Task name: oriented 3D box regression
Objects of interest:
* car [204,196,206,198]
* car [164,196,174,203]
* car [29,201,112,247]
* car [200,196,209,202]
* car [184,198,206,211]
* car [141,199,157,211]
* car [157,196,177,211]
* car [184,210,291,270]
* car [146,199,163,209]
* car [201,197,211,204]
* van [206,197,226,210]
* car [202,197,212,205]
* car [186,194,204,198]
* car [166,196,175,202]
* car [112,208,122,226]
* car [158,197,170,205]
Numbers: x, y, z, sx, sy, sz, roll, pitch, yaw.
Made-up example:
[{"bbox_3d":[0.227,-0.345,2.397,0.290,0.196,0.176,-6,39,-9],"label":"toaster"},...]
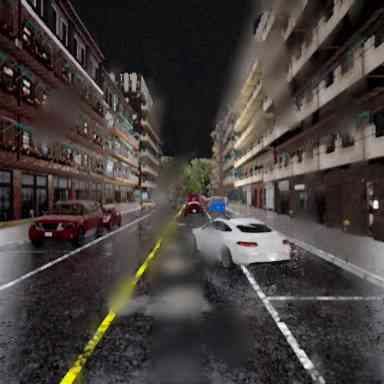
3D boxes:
[{"bbox_3d":[2.897,1.673,54.487,1.887,1.381,4.507,1,0,0],"label":"car"},{"bbox_3d":[-5.373,1.732,76.845,2.008,1.369,4.403,1,0,0],"label":"car"},{"bbox_3d":[-5.615,1.352,15.563,2.192,1.841,5.009,1,0,0],"label":"car"},{"bbox_3d":[2.996,1.745,82.342,2.008,1.369,4.403,1,0,0],"label":"car"},{"bbox_3d":[0.226,1.604,33.574,1.812,1.442,4.674,0,0,0],"label":"car"},{"bbox_3d":[-5.507,1.627,43.248,1.752,1.417,4.829,1,0,0],"label":"car"},{"bbox_3d":[-2.925,1.576,41.943,1.882,1.535,5.008,0,0,0],"label":"car"},{"bbox_3d":[1.418,1.552,11.143,1.812,1.442,4.674,0,0,-19],"label":"car"},{"bbox_3d":[-5.485,1.681,48.989,1.947,1.339,4.313,1,0,0],"label":"car"},{"bbox_3d":[2.951,1.750,71.201,1.802,1.307,4.206,1,0,0],"label":"car"},{"bbox_3d":[2.857,1.430,37.774,1.690,1.788,3.998,1,0,0],"label":"van"},{"bbox_3d":[2.929,1.720,65.629,1.947,1.339,4.313,1,0,0],"label":"car"},{"bbox_3d":[0.308,1.344,53.167,2.150,2.045,5.566,0,0,0],"label":"car"},{"bbox_3d":[-5.351,1.777,82.415,1.802,1.307,4.206,1,0,0],"label":"car"},{"bbox_3d":[-5.596,1.631,21.134,1.802,1.307,4.206,1,0,0],"label":"car"},{"bbox_3d":[-5.418,1.706,65.701,2.008,1.369,4.403,1,0,0],"label":"car"}]
